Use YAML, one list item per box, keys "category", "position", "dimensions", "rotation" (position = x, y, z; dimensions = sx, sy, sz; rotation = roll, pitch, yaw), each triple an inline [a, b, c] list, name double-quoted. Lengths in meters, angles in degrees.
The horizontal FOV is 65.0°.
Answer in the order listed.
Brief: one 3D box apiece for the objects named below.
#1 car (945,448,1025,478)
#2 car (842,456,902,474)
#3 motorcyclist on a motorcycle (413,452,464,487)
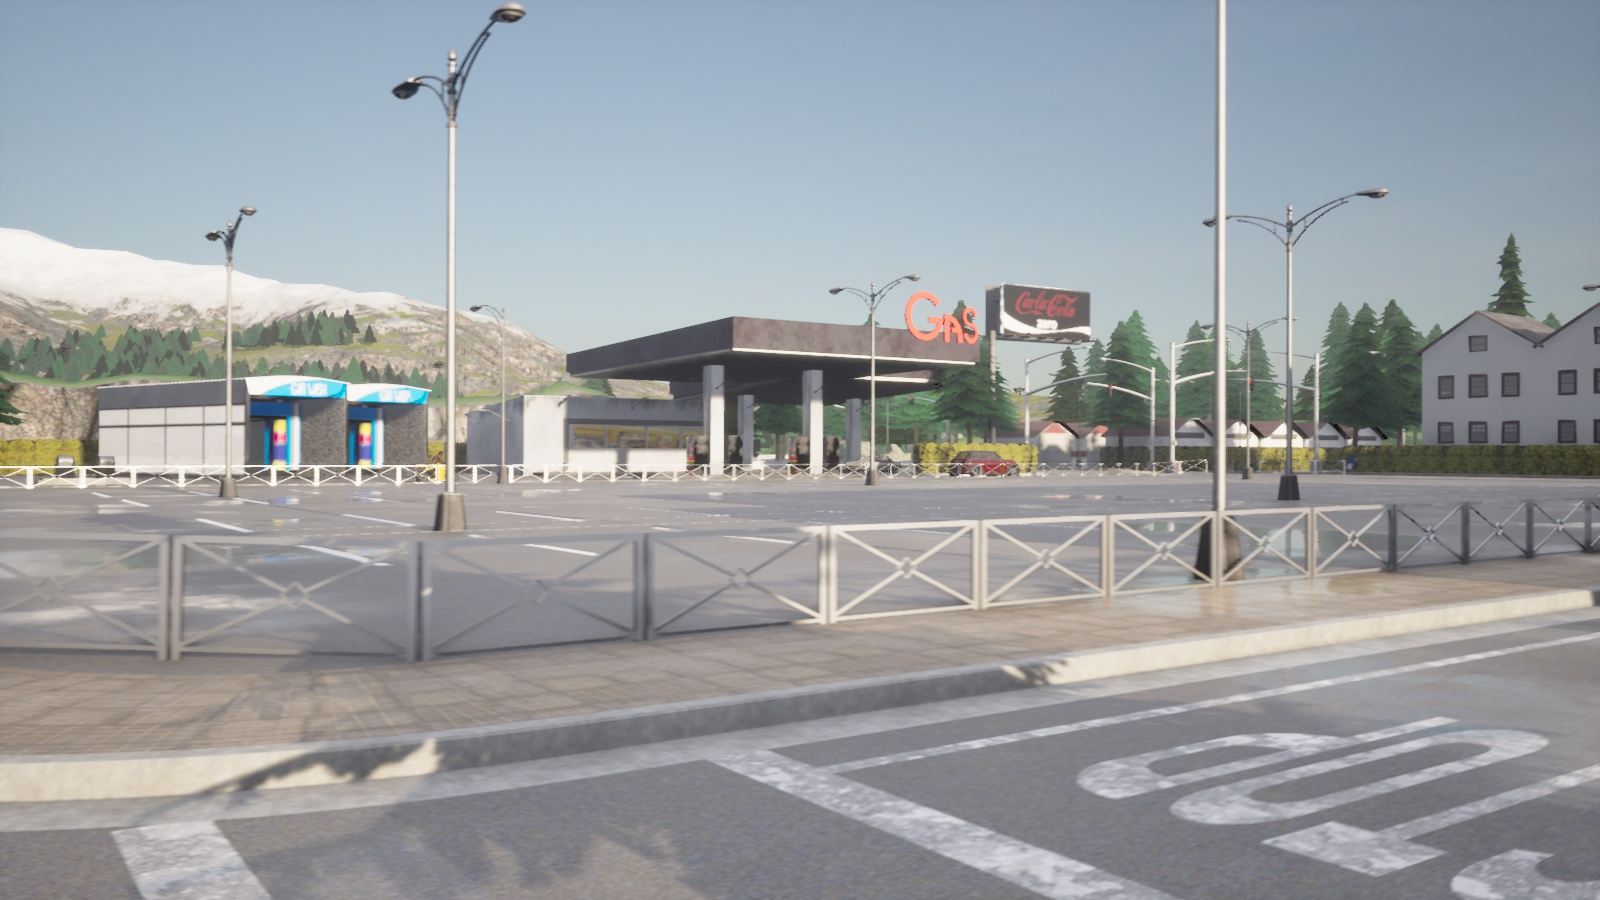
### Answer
- category: "car"
  position: [11.138, 0.777, 75.611]
  dimensions: [4.553, 1.767, 2.097]
  rotation: [0, 0, -35]
- category: "car"
  position: [5.193, 1.053, 89.808]
  dimensions: [1.895, 1.301, 4.718]
  rotation: [0, 0, 39]
- category: "motorcyclist on a motorcycle"
  position: [-16.326, 0.872, 56.719]
  dimensions: [2.044, 1.523, 0.797]
  rotation: [0, 0, -35]
